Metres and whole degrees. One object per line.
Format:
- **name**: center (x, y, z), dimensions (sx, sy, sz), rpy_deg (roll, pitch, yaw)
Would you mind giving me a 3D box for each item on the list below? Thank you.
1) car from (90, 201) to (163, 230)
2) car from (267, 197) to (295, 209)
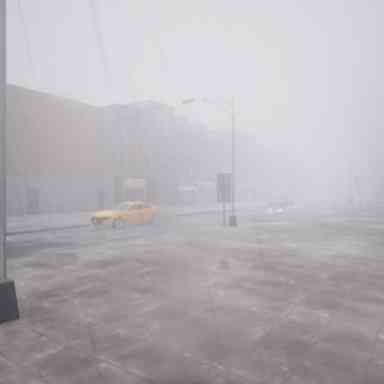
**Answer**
- **car**: center (-3.887, 1.340, 20.362), dimensions (1.882, 1.535, 5.008), rpy_deg (0, 1, 35)
- **car**: center (11.335, 1.282, 41.905), dimensions (2.033, 1.411, 5.357), rpy_deg (0, 0, 36)
